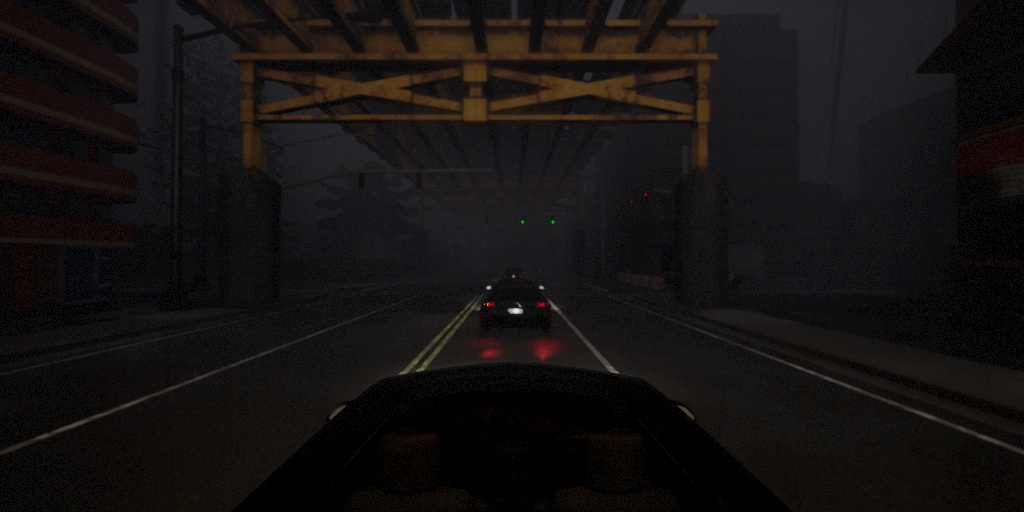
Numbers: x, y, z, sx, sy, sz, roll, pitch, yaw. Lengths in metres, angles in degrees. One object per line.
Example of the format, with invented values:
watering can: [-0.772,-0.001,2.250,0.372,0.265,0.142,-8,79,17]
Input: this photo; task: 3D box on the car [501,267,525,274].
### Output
car: [0.112,1.597,29.326,2.033,1.411,5.357,0,-1,0]

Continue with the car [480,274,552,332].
car: [0.104,1.418,11.284,1.994,1.385,4.181,0,-1,0]
